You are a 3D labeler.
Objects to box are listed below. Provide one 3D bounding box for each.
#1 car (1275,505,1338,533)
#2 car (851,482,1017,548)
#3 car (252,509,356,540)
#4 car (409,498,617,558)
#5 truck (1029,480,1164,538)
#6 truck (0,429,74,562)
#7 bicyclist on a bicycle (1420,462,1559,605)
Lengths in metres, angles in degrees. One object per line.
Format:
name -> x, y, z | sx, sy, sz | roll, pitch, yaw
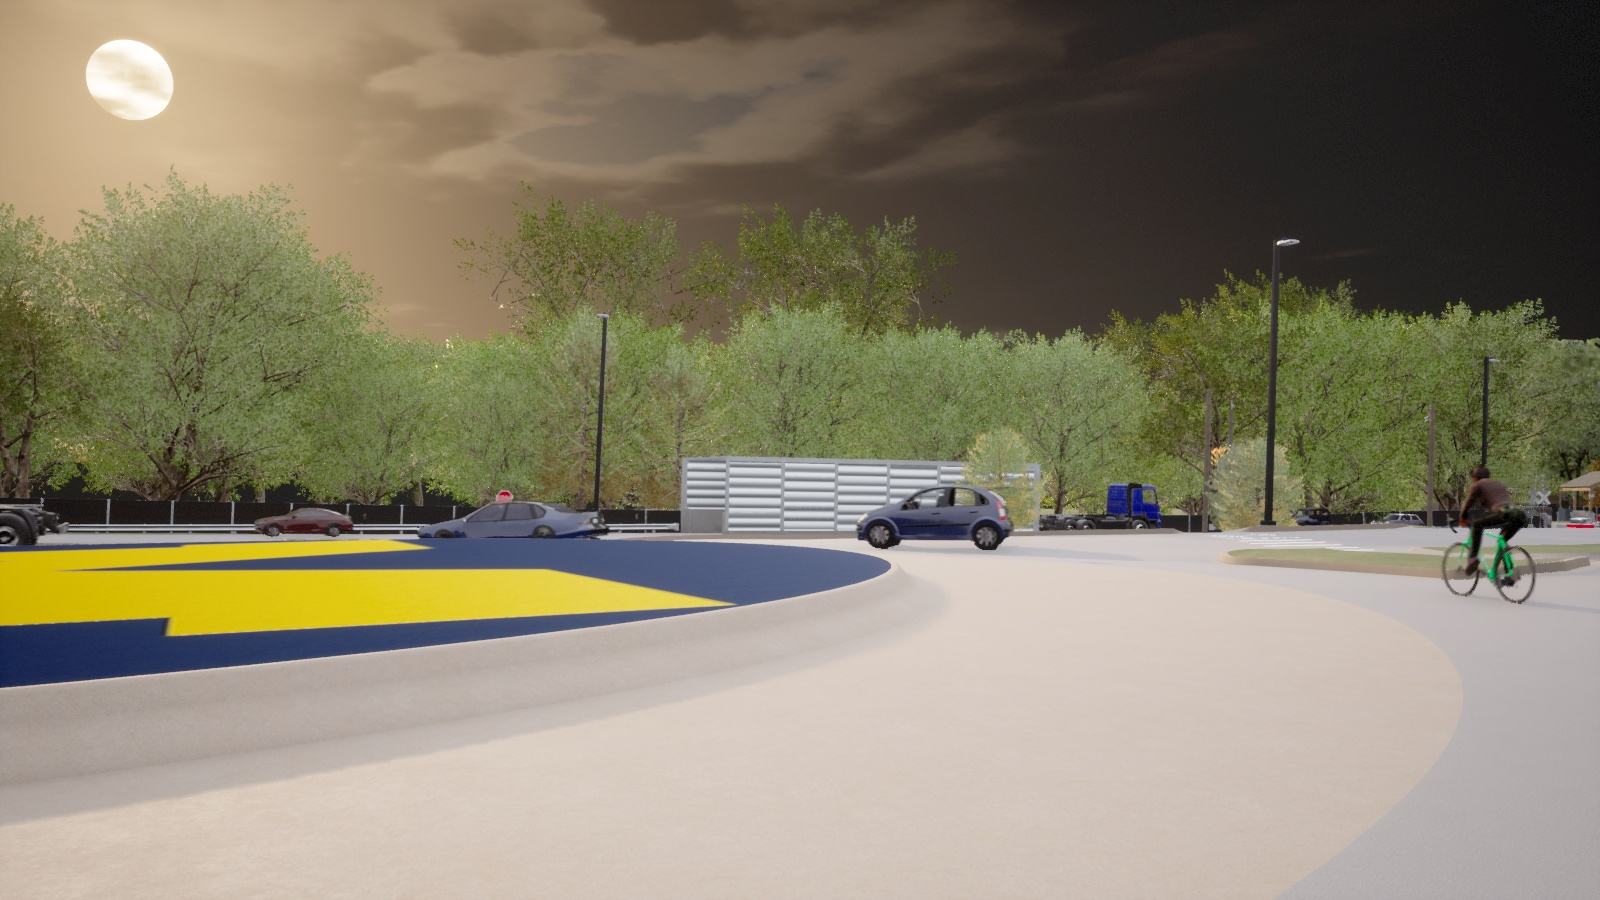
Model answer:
car -> 35.747, 4.846, 88.589 | 3.866, 1.878, 1.905 | 1, -1, -21
car -> 3.465, 1.662, 32.252 | 3.988, 1.617, 1.851 | -1, -2, 14
car -> -24.977, 3.748, 63.279 | 4.674, 1.442, 1.812 | 2, -1, -27
car -> -8.145, 2.203, 35.745 | 5.357, 1.411, 2.033 | -3, -3, 13
truck -> 18.541, 3.648, 78.378 | 7.936, 3.462, 2.891 | 1, -1, -22
truck -> -23.788, 1.129, 32.922 | 7.936, 3.462, 2.891 | 2, -1, -25
bicyclist on a bicycle -> 8.302, 0.982, 15.195 | 0.582, 1.620, 1.656 | 2, -2, -8
